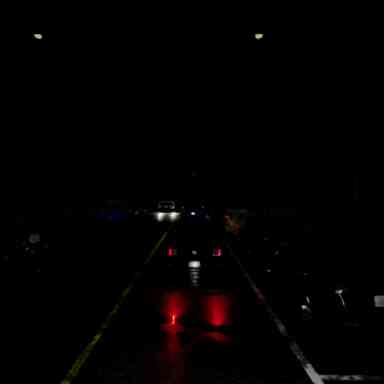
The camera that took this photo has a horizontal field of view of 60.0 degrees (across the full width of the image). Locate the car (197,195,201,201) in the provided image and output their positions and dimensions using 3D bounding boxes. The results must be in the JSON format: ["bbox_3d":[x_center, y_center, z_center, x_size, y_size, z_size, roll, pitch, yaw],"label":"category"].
[{"bbox_3d":[2.783,1.911,77.267,1.947,1.339,4.313,0,0,0],"label":"car"}]

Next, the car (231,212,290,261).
[{"bbox_3d":[2.766,1.628,12.302,1.947,1.339,4.313,0,0,0],"label":"car"}]

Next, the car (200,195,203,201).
[{"bbox_3d":[2.776,1.563,50.710,2.192,1.841,5.009,0,0,0],"label":"car"}]

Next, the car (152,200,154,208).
[{"bbox_3d":[-5.749,1.815,50.729,1.947,1.339,4.313,0,0,0],"label":"car"}]

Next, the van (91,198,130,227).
[{"bbox_3d":[-5.757,1.459,23.291,1.690,1.788,3.998,0,0,0],"label":"van"}]

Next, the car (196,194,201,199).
[{"bbox_3d":[2.787,1.819,88.108,1.967,1.590,4.097,0,0,0],"label":"car"}]

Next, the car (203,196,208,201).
[{"bbox_3d":[2.773,1.514,39.736,2.192,1.841,5.009,0,0,0],"label":"car"}]

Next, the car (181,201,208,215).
[{"bbox_3d":[0.095,1.707,28.386,1.994,1.385,4.181,0,0,0],"label":"car"}]

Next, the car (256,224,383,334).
[{"bbox_3d":[2.764,1.601,6.815,1.947,1.339,4.313,0,0,0],"label":"car"}]

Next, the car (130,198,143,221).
[{"bbox_3d":[-5.755,1.585,28.778,1.967,1.590,4.097,0,0,0],"label":"car"}]

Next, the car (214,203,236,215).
[{"bbox_3d":[2.769,1.699,23.275,1.802,1.307,4.206,0,0,0],"label":"car"}]

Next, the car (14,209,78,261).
[{"bbox_3d":[-5.759,1.503,12.316,1.967,1.590,4.097,0,0,0],"label":"car"}]

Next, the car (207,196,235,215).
[{"bbox_3d":[2.770,1.460,28.763,2.192,1.841,5.009,0,0,0],"label":"car"}]

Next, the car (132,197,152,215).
[{"bbox_3d":[-5.754,1.488,34.266,2.192,1.841,5.009,0,0,0],"label":"car"}]

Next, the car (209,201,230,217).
[{"bbox_3d":[2.771,1.698,34.418,1.752,1.417,4.829,0,0,0],"label":"car"}]

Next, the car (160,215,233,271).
[{"bbox_3d":[0.085,1.657,11.130,1.895,1.301,4.718,0,0,0],"label":"car"}]

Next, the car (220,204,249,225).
[{"bbox_3d":[2.767,1.616,17.958,1.752,1.417,4.829,0,0,0],"label":"car"}]

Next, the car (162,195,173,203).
[{"bbox_3d":[-5.741,1.661,77.290,2.192,1.841,5.009,0,0,0],"label":"car"}]

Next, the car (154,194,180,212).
[{"bbox_3d":[-3.076,1.434,42.308,2.150,2.045,5.566,0,0,0],"label":"car"}]

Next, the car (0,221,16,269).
[{"bbox_3d":[-5.761,1.560,6.658,1.752,1.417,4.829,0,0,0],"label":"car"}]
